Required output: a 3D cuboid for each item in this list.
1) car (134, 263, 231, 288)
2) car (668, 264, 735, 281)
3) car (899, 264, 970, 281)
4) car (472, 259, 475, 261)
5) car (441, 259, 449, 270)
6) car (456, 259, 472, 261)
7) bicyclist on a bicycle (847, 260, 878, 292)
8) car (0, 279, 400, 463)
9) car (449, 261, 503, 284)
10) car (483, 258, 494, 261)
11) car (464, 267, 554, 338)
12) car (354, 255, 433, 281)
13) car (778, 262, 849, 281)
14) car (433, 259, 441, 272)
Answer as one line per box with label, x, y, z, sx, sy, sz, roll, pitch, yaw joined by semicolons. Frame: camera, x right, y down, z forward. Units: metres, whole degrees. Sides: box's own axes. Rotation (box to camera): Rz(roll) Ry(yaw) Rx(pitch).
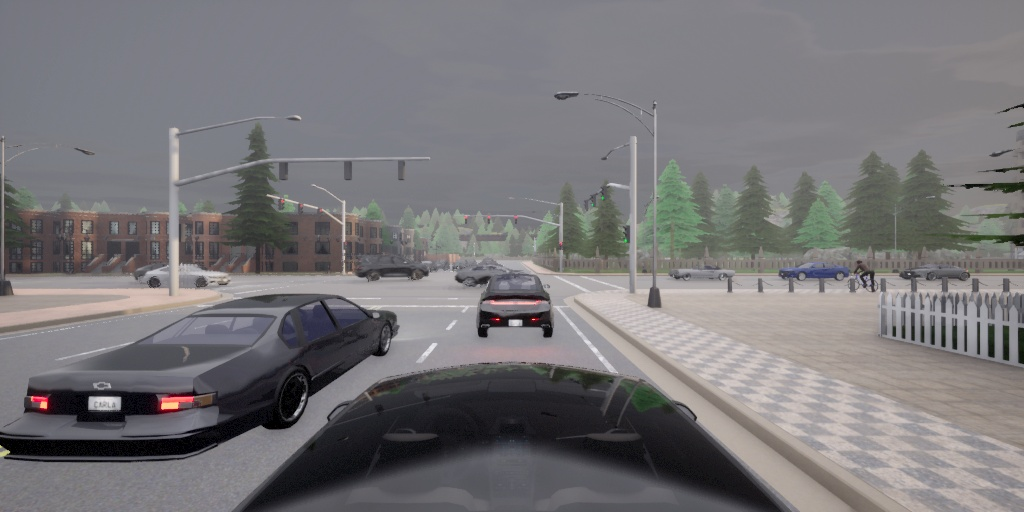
car;-20.707;1.276;22.920;4.674;1.442;1.812;0;0;-1
car;15.581;1.351;29.681;4.718;1.301;1.895;0;0;0
car;34.847;1.314;29.636;4.181;1.385;1.994;0;0;1
car;-7.021;1.255;59.944;1.837;1.490;4.892;0;0;0
car;-10.554;1.241;53.651;2.128;1.511;4.902;0;0;0
car;-7.063;1.255;49.960;1.837;1.490;4.892;0;0;0
bicyclist on a bicycle;18.260;1.052;18.693;0.582;1.620;1.656;0;0;0
car;-3.434;1.297;5.552;2.033;1.411;5.357;0;0;1
car;-1.159;1.241;22.620;4.902;1.511;2.128;0;0;1
car;-3.367;1.102;52.265;2.097;1.767;4.553;0;0;0
car;0.087;1.242;10.217;2.128;1.511;4.902;0;0;0
car;-9.576;0.972;28.673;5.566;2.045;2.150;0;1;-28
car;24.872;1.228;29.664;5.008;1.535;1.882;0;0;0
car;-10.557;1.276;44.543;1.812;1.442;4.674;0;0;0
